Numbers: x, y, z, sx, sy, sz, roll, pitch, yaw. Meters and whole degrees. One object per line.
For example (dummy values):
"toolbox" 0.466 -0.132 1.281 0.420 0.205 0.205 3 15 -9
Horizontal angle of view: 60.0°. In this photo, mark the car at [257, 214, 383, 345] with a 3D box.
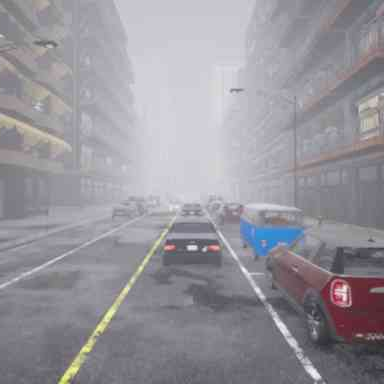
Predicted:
"car" 2.705 1.435 6.346 1.967 1.590 4.097 1 0 0

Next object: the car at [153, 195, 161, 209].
"car" -5.682 1.487 44.908 1.752 1.417 4.829 1 0 0

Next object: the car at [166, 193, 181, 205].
"car" -3.065 1.438 58.778 2.128 1.511 4.902 0 0 0

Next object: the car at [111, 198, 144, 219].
"car" -5.681 1.529 28.456 2.008 1.369 4.403 1 0 0

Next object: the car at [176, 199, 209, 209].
"car" 0.020 1.527 26.409 2.033 1.411 5.357 0 0 0

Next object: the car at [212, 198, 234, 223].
"car" 2.703 1.423 22.969 1.967 1.590 4.097 1 0 0

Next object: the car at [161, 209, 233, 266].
"car" 0.022 1.539 11.408 2.033 1.411 5.357 0 0 0

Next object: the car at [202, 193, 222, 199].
"car" 2.703 1.282 39.590 2.192 1.841 5.009 1 0 0

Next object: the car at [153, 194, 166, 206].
"car" -5.679 1.270 50.617 2.192 1.841 5.009 1 0 0

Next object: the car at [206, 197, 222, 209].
"car" 2.700 1.517 34.051 1.887 1.381 4.507 1 0 0

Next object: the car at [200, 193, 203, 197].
"car" 2.991 1.396 65.242 1.801 1.575 5.366 0 0 0

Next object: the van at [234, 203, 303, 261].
"van" 2.706 1.332 11.886 1.690 1.788 3.998 1 0 0

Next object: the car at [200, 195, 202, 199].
"car" 2.697 1.506 50.671 2.008 1.369 4.403 1 0 0

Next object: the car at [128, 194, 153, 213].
"car" -5.677 1.288 33.996 2.192 1.841 5.009 1 0 0
